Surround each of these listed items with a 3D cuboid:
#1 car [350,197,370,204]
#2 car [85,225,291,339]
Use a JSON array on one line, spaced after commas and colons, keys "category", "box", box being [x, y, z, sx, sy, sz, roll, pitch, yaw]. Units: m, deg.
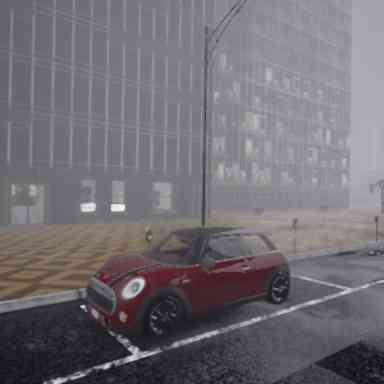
[{"category": "car", "box": [41.103, 2.059, 81.666, 2.192, 1.841, 5.009, 1, -1, -35]}, {"category": "car", "box": [0.049, 1.466, 6.588, 4.097, 1.590, 1.967, 1, 0, -36]}]
